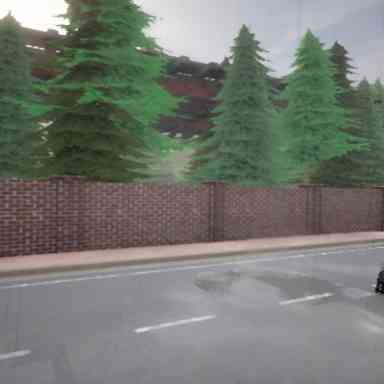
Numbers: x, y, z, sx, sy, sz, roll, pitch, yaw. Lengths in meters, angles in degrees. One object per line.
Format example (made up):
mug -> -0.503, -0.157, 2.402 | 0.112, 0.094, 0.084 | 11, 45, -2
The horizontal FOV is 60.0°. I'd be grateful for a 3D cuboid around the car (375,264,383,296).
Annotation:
car -> 5.875, 1.631, 6.992 | 4.181, 1.385, 1.994 | 1, 0, -28
